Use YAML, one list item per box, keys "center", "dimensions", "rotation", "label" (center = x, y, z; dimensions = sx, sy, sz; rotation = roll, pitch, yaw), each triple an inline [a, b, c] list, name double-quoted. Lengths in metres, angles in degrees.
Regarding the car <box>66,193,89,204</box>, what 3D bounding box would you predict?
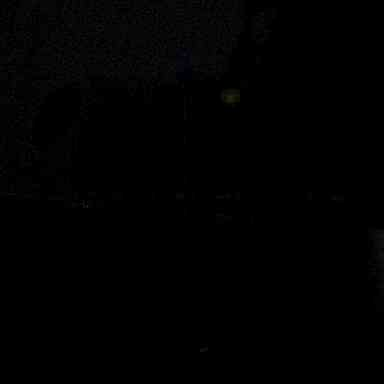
- center: [-15.894, 0.806, 45.959]
  dimensions: [2.033, 1.411, 5.357]
  rotation: [-1, 2, -36]
  label: "car"
